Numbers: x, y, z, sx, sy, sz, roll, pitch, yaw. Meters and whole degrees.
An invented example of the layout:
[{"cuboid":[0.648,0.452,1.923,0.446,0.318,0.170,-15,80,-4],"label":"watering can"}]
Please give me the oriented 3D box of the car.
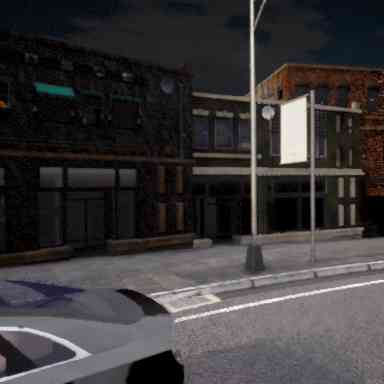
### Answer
[{"cuboid":[-2.340,1.463,2.088,4.902,1.511,2.128,0,0,-34],"label":"car"}]
